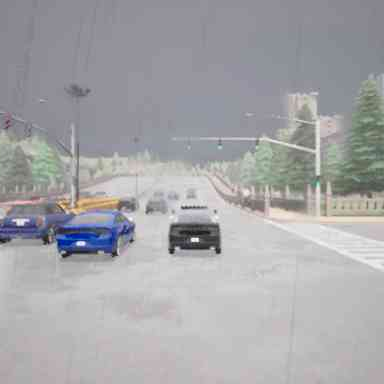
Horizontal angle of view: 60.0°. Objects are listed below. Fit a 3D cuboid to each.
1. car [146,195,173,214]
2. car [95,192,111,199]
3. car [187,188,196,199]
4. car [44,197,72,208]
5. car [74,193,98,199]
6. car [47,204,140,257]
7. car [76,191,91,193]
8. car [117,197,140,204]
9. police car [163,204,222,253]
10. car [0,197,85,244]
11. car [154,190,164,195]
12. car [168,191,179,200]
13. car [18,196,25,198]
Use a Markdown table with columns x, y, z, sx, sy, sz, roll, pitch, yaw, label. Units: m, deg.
| x | y | z | sx | sy | sz | roll | pitch | yaw | label |
| --- | --- | --- | --- | --- | --- | --- | --- | --- | --- |
| -3.399 | 1.336 | 32.897 | 2.128 | 1.511 | 4.902 | 0 | 0 | 0 | car |
| -14.034 | 1.211 | 51.865 | 1.882 | 1.535 | 5.008 | 0 | 1 | 0 | car |
| -0.119 | 0.620 | 67.447 | 1.895 | 1.301 | 4.718 | 0 | 4 | 0 | car |
| -17.498 | 1.358 | 43.692 | 1.994 | 1.385 | 4.181 | 0 | 0 | 0 | car |
| -14.017 | 1.277 | 42.429 | 1.882 | 1.535 | 5.008 | 0 | 0 | 1 | car |
| -3.399 | 1.417 | 12.657 | 1.882 | 1.535 | 5.008 | 0 | 0 | 0 | car |
| -17.540 | 0.935 | 52.942 | 2.150 | 2.045 | 5.566 | 0 | 1 | 0 | car |
| -6.897 | 1.333 | 36.363 | 1.837 | 1.490 | 4.892 | 0 | 0 | 0 | car |
| 0.101 | 1.360 | 13.535 | 1.930 | 1.638 | 5.238 | 0 | 0 | 0 | police car |
| -6.900 | 1.278 | 15.517 | 2.097 | 1.767 | 4.553 | 0 | 0 | 0 | car |
| -7.142 | 0.204 | 71.710 | 1.994 | 1.385 | 4.181 | 0 | 6 | 0 | car |
| -3.601 | 0.594 | 64.237 | 2.097 | 1.767 | 4.553 | 0 | 4 | 0 | car |
| -17.567 | 1.187 | 35.156 | 2.097 | 1.767 | 4.553 | 0 | 0 | 0 | car |
